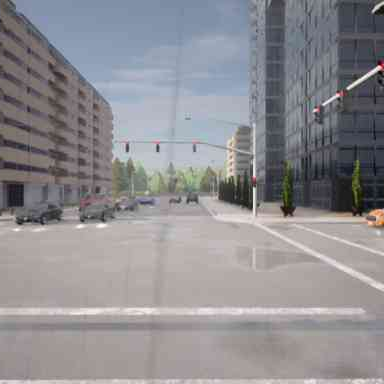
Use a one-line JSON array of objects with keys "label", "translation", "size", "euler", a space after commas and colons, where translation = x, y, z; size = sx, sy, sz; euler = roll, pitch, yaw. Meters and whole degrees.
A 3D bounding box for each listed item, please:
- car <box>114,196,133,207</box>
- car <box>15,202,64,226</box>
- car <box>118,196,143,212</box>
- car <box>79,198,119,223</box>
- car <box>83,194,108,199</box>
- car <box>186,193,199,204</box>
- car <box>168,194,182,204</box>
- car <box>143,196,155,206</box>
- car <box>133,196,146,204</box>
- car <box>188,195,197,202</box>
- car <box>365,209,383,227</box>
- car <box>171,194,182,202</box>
[{"label": "car", "translation": [-10.758, 1.457, 52.223], "size": [1.882, 1.535, 5.008], "euler": [0, 0, 1]}, {"label": "car", "translation": [-10.816, 1.522, 23.928], "size": [1.837, 1.490, 4.892], "euler": [0, 0, -1]}, {"label": "car", "translation": [-7.403, 1.476, 38.219], "size": [2.128, 1.511, 4.902], "euler": [0, 0, 0]}, {"label": "car", "translation": [-7.339, 1.511, 26.066], "size": [1.837, 1.490, 4.892], "euler": [0, 0, -1]}, {"label": "car", "translation": [-10.906, 1.205, 37.687], "size": [2.150, 2.045, 5.566], "euler": [0, 0, 0]}, {"label": "car", "translation": [0.077, 1.197, 63.863], "size": [2.150, 2.045, 5.566], "euler": [0, 0, 1]}, {"label": "car", "translation": [-3.416, 1.501, 64.323], "size": [1.812, 1.442, 4.674], "euler": [0, 0, 1]}, {"label": "car", "translation": [-7.224, 1.456, 54.448], "size": [1.882, 1.535, 5.008], "euler": [0, 0, 1]}, {"label": "car", "translation": [-10.488, 1.504, 66.898], "size": [1.812, 1.442, 4.674], "euler": [0, 0, 1]}, {"label": "car", "translation": [0.116, 1.471, 74.616], "size": [1.837, 1.490, 4.892], "euler": [0, 0, 1]}, {"label": "car", "translation": [13.584, 1.399, 21.176], "size": [4.553, 1.767, 2.097], "euler": [0, 0, 0]}, {"label": "car", "translation": [-3.391, 1.326, 74.340], "size": [2.097, 1.767, 4.553], "euler": [0, 0, 1]}]
